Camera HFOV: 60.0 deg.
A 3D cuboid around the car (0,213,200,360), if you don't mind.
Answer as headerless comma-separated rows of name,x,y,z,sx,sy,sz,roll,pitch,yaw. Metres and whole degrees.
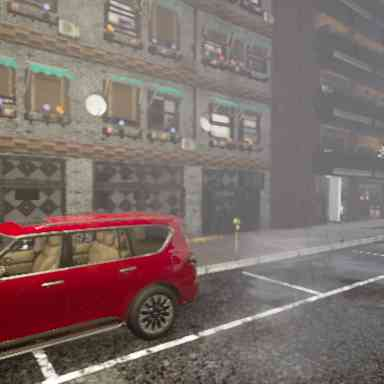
car,-2.180,1.309,4.986,5.009,1.841,2.192,0,1,-35
